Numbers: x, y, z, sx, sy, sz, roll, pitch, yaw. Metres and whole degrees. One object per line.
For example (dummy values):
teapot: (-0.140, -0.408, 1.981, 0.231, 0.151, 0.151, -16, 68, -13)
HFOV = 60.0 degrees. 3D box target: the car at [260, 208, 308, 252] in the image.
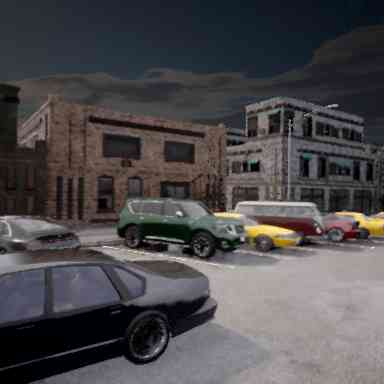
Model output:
car: (2.022, 1.619, 14.786, 5.366, 1.575, 1.946, 0, -2, 35)

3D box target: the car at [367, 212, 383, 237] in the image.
car: (8.906, 1.877, 20.071, 5.366, 1.575, 1.946, 0, -1, 35)

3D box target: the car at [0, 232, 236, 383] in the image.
car: (-2.153, 1.526, 4.288, 5.357, 1.411, 2.033, 1, 0, -35)

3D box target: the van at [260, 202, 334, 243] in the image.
van: (4.369, 1.483, 16.526, 4.442, 1.987, 1.878, 0, -2, 35)

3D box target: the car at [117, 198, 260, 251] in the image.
car: (-0.498, 1.286, 13.185, 5.566, 2.045, 2.435, 0, -1, 35)

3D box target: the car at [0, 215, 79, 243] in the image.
car: (-5.304, 1.415, 9.790, 4.892, 1.521, 2.231, 0, 0, 35)

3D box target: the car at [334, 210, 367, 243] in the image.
car: (6.635, 1.824, 18.289, 4.792, 1.488, 2.163, 0, -1, 35)
